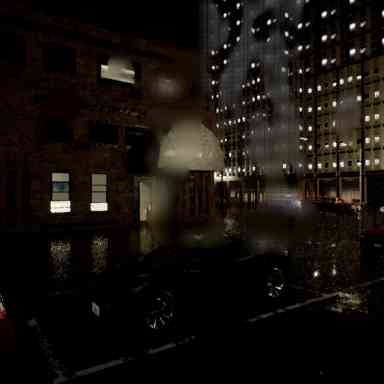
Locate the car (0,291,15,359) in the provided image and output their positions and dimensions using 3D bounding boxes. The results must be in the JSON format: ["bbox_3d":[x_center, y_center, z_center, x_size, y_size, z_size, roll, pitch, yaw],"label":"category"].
[{"bbox_3d":[-4.282,1.440,3.516,4.097,1.590,1.967,0,0,-35],"label":"car"}]

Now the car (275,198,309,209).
[{"bbox_3d":[13.676,1.514,45.622,1.802,1.307,4.206,0,0,-35],"label":"car"}]

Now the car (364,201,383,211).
[{"bbox_3d":[20.004,1.499,36.525,2.008,1.369,4.403,0,0,-35],"label":"car"}]

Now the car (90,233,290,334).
[{"bbox_3d":[0.185,1.565,6.764,4.313,1.339,1.947,0,0,-35],"label":"car"}]

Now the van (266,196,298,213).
[{"bbox_3d":[9.959,1.326,36.287,1.690,1.788,3.998,0,0,-35],"label":"van"}]

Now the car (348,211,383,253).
[{"bbox_3d":[8.031,1.543,12.430,4.507,1.381,1.887,0,0,-35],"label":"car"}]

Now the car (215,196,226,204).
[{"bbox_3d":[4.086,1.437,59.407,1.752,1.417,4.829,0,0,-35],"label":"car"}]

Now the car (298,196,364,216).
[{"bbox_3d":[13.123,1.308,31.738,2.192,1.841,5.009,0,0,-35],"label":"car"}]
